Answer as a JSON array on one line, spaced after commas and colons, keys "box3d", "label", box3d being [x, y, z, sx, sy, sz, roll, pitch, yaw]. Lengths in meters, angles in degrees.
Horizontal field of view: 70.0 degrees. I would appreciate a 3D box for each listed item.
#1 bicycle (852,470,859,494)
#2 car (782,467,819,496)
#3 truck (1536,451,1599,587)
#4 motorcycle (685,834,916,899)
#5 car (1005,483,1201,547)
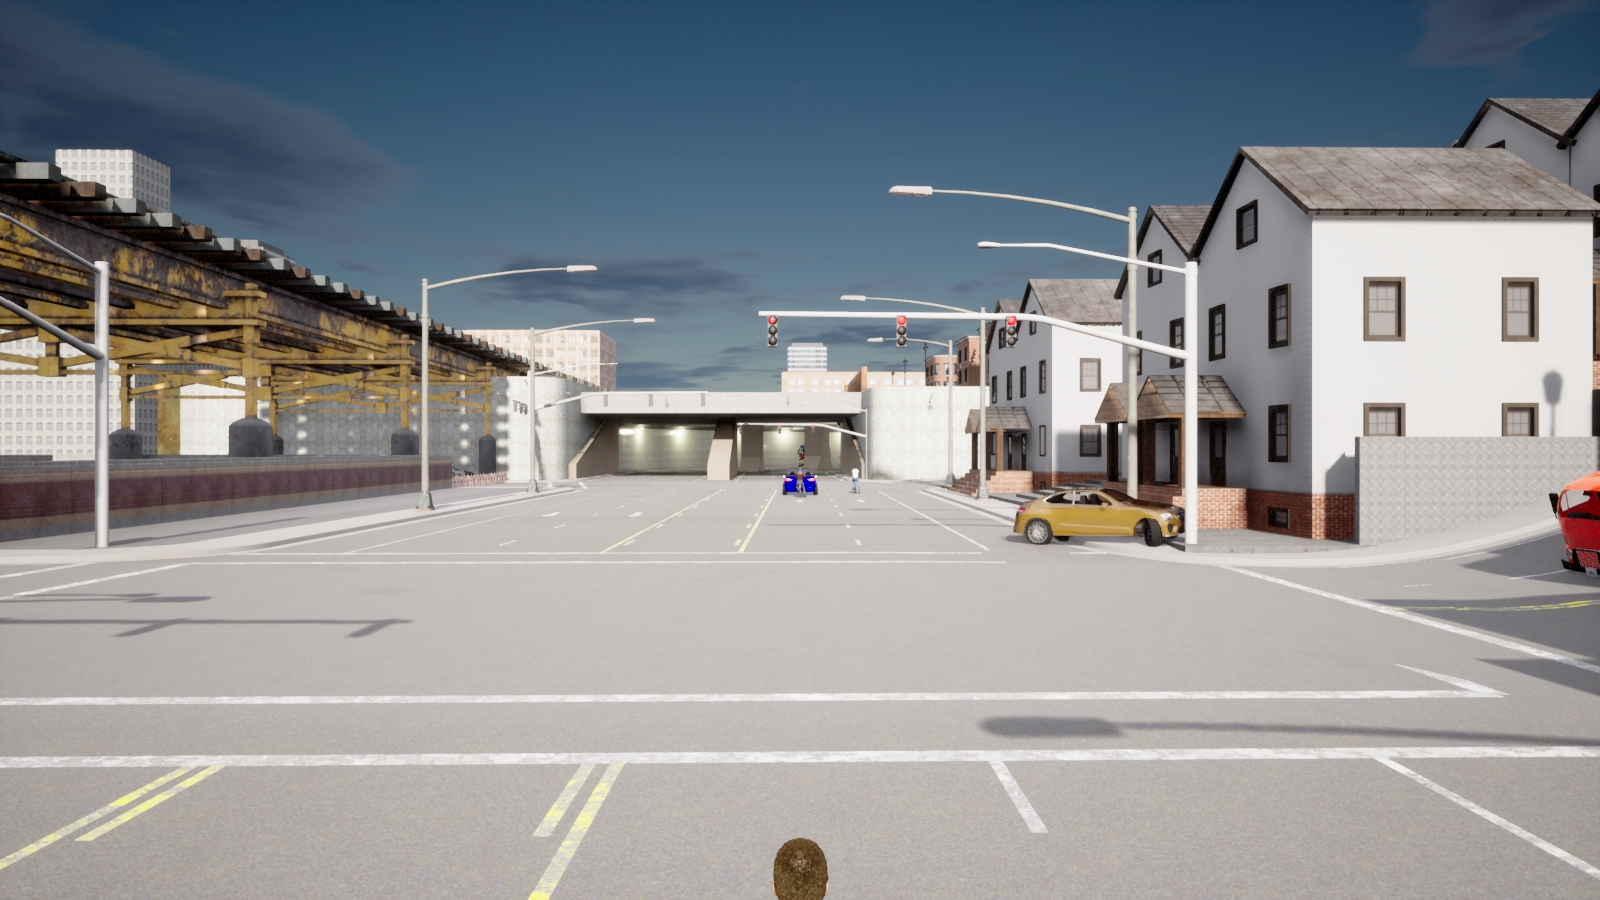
[{"box3d": [3.507, 2.018, 72.556, 0.373, 1.521, 1.643, 0, 0, 0], "label": "bicycle"}, {"box3d": [0.007, 1.942, 71.643, 2.242, 1.667, 4.611, 0, 0, 0], "label": "car"}, {"box3d": [18.366, 0.881, 22.796, 5.204, 2.467, 2.627, -16, 0, -1], "label": "truck"}, {"box3d": [0.002, 2.172, 3.626, 0.803, 1.224, 2.033, 0, 0, 0], "label": "motorcycle"}, {"box3d": [8.815, 1.907, 33.460, 5.027, 1.651, 2.152, -3, 0, 36], "label": "car"}]
